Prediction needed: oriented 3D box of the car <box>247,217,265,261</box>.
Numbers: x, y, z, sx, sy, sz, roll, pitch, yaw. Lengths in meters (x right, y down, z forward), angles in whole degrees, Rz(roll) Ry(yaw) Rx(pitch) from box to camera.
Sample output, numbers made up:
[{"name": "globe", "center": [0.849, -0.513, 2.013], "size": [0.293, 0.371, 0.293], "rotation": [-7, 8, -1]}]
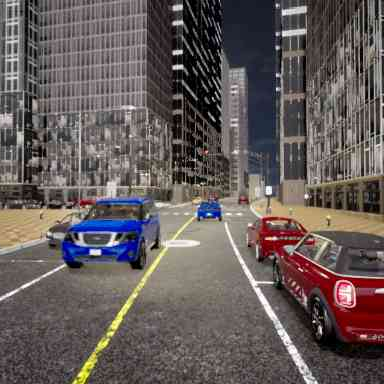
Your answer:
[{"name": "car", "center": [3.010, 1.547, 11.953], "size": [1.887, 1.381, 4.507], "rotation": [1, 0, 3]}]

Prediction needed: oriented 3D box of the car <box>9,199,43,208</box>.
[{"name": "car", "center": [-26.020, 1.835, 52.171], "size": [4.403, 1.369, 2.008], "rotation": [0, -1, 13]}]

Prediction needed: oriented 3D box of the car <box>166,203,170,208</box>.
[{"name": "car", "center": [-5.349, 1.702, 44.007], "size": [4.718, 1.301, 1.895], "rotation": [-1, -1, 30]}]

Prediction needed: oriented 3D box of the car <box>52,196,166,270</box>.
[{"name": "car", "center": [-2.421, 1.228, 11.481], "size": [2.150, 2.045, 5.566], "rotation": [0, 0, 2]}]

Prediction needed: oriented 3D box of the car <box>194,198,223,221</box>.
[{"name": "car", "center": [1.486, 1.495, 27.121], "size": [1.882, 1.535, 5.008], "rotation": [0, 0, 5]}]

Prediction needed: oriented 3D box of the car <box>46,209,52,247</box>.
[{"name": "car", "center": [-4.877, 1.562, 14.863], "size": [2.008, 1.369, 4.403], "rotation": [1, 0, 3]}]

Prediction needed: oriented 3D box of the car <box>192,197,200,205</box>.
[{"name": "car", "center": [1.177, 1.642, 62.514], "size": [1.752, 1.417, 4.829], "rotation": [1, 0, 12]}]

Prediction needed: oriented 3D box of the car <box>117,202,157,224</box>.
[{"name": "car", "center": [-4.122, 1.574, 25.653], "size": [2.008, 1.369, 4.403], "rotation": [1, 0, 5]}]

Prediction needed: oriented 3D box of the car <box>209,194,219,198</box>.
[{"name": "car", "center": [5.176, 1.493, 78.752], "size": [2.192, 1.841, 5.009], "rotation": [1, 0, 14]}]

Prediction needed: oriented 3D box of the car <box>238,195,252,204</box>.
[{"name": "car", "center": [10.095, 1.412, 65.066], "size": [2.192, 1.841, 5.009], "rotation": [1, 0, 13]}]

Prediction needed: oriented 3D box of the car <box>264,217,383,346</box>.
[{"name": "car", "center": [2.816, 1.441, 6.313], "size": [1.967, 1.590, 4.097], "rotation": [1, 0, 2]}]

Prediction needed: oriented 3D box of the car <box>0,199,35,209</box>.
[{"name": "car", "center": [-22.388, 1.655, 43.210], "size": [4.403, 1.369, 2.008], "rotation": [0, -1, 13]}]

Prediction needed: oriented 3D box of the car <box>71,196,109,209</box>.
[{"name": "car", "center": [-15.134, 1.536, 49.590], "size": [5.009, 1.841, 2.192], "rotation": [0, -1, 13]}]

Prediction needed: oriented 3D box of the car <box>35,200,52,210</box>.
[{"name": "car", "center": [-16.948, 1.638, 41.919], "size": [4.313, 1.339, 1.947], "rotation": [0, -1, 13]}]
